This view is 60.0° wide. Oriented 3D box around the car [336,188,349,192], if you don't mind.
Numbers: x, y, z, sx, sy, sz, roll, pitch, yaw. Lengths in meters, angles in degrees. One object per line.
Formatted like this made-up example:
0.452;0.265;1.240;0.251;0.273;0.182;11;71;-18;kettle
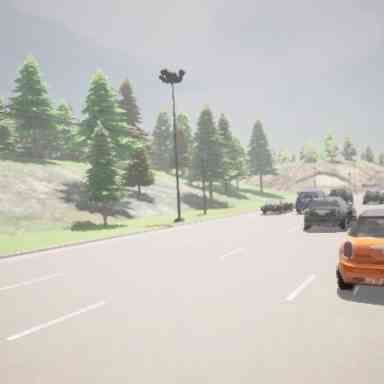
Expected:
18.702;0.560;41.702;2.150;2.045;5.566;-3;0;34;car

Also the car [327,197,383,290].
4.978;1.152;8.097;2.097;1.767;4.553;-3;0;33;car

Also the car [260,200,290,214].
8.354;1.414;32.392;1.895;1.301;4.718;-3;-1;34;car

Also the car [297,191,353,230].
7.816;1.084;18.739;2.097;1.767;4.553;-3;-1;33;car

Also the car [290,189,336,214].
11.047;0.874;30.170;2.150;2.045;5.566;-3;-1;33;car

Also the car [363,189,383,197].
22.081;0.498;40.344;2.097;1.767;4.553;-3;-1;33;car

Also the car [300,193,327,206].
16.177;0.983;44.176;2.128;1.511;4.902;-3;0;34;car
